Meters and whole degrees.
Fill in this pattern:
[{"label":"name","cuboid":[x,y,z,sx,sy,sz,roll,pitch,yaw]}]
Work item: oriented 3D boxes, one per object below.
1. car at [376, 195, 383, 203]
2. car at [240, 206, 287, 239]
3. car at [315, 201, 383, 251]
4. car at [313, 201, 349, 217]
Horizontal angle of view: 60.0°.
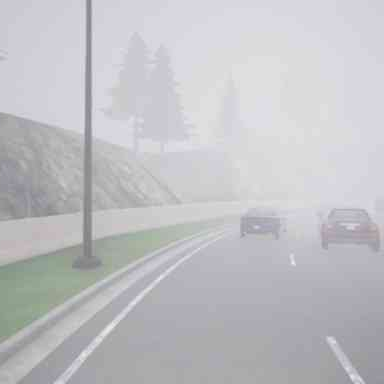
[{"label":"car","cuboid":[21.522,1.352,35.433,5.566,2.045,2.150,0,0,-39]},{"label":"car","cuboid":[3.927,1.499,17.799,1.882,1.535,5.008,0,0,21]},{"label":"car","cuboid":[6.776,1.392,14.757,2.097,1.767,4.553,0,0,19]},{"label":"car","cuboid":[14.036,1.647,33.446,1.994,1.385,4.181,0,0,42]}]
